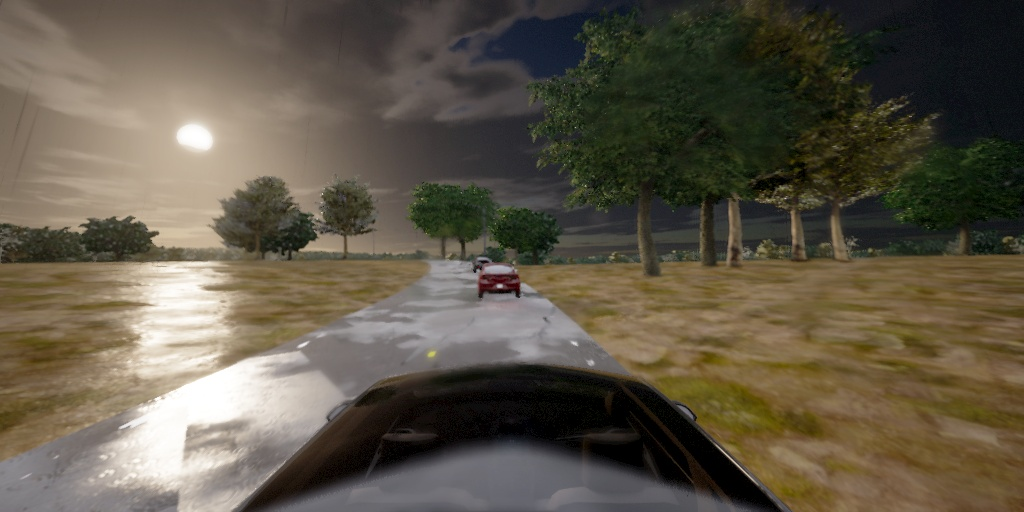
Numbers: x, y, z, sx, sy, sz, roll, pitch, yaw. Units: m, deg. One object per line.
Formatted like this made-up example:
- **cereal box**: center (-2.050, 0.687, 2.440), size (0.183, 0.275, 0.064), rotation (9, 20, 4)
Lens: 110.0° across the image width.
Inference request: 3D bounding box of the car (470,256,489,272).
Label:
- **car**: center (-3.012, 0.767, 35.563), size (1.837, 1.490, 4.892), rotation (0, 1, -10)

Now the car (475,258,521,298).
- **car**: center (-0.694, 1.058, 17.432), size (1.882, 1.535, 5.008), rotation (0, 1, -4)
